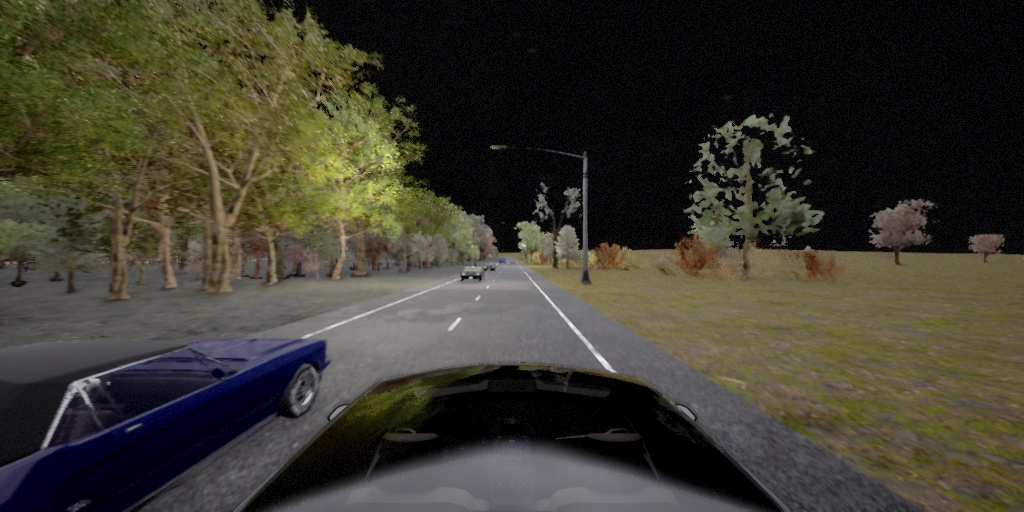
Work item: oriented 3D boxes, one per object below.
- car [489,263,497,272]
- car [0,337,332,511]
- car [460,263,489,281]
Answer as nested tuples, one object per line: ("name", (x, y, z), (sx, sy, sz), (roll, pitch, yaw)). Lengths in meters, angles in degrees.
("car", (-3.388, 1.713, 55.231), (1.895, 1.301, 4.718), (0, 0, 0))
("car", (-3.499, 1.358, 2.988), (1.895, 1.301, 4.718), (0, 0, 0))
("car", (-3.437, 1.566, 32.251), (1.895, 1.301, 4.718), (0, 0, 0))
